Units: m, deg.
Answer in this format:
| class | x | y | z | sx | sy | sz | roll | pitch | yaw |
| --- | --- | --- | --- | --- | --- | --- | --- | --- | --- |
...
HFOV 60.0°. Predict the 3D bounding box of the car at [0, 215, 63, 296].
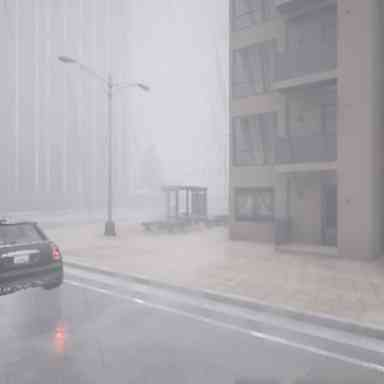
| class | x | y | z | sx | sy | sz | roll | pitch | yaw |
| --- | --- | --- | --- | --- | --- | --- | --- | --- | --- |
| car | -5.143 | 1.377 | 7.966 | 4.553 | 1.767 | 2.097 | 0 | 0 | 36 |
